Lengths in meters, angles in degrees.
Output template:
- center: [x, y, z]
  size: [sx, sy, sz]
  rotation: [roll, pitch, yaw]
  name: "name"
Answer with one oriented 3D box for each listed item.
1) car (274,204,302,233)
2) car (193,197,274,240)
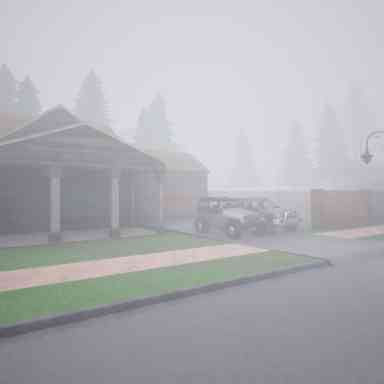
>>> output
- center: [3.525, 1.174, 17.906]
  size: [1.932, 1.855, 4.605]
  rotation: [0, 0, -36]
  name: "car"
- center: [1.715, 1.176, 16.118]
  size: [1.905, 1.878, 3.866]
  rotation: [0, 0, -36]
  name: "car"
